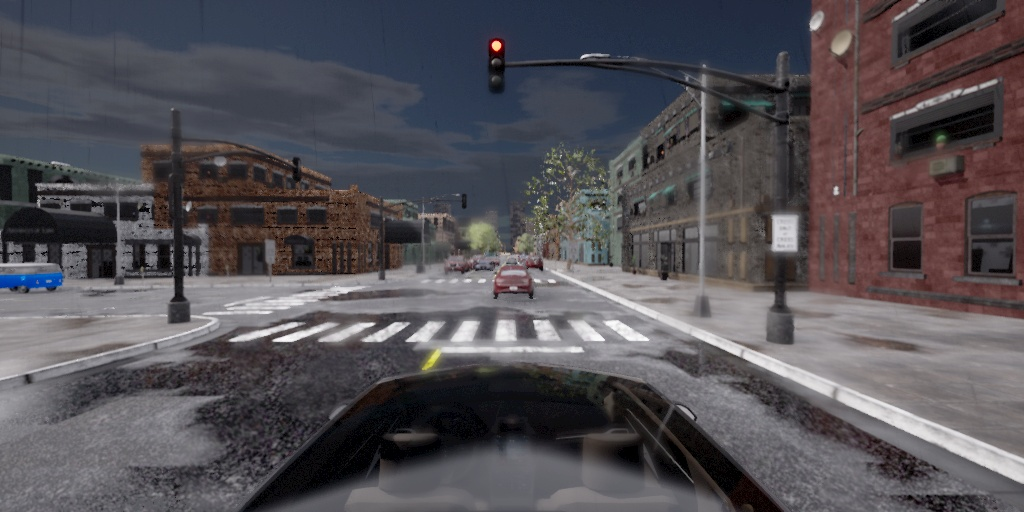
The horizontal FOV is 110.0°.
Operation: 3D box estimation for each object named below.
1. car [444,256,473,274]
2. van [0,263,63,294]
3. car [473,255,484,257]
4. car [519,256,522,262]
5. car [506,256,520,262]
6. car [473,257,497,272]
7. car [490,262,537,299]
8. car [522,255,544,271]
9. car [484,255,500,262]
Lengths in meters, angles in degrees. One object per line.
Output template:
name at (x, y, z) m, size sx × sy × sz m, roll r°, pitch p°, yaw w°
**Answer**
car at (-5.714, 0.879, 37.368) m, size 2.192 × 1.841 × 5.009 m, roll 0°, pitch 0°, yaw 0°
van at (-30.312, 1.357, 22.034) m, size 3.998 × 1.789 × 1.690 m, roll 0°, pitch 0°, yaw -1°
car at (-5.732, 0.762, 59.544) m, size 2.192 × 1.841 × 5.009 m, roll 0°, pitch 0°, yaw 0°
car at (2.650, 0.997, 59.551) m, size 2.007 × 1.370 × 4.403 m, roll 0°, pitch 0°, yaw 0°
car at (-0.048, 0.991, 63.324) m, size 1.994 × 1.385 × 4.181 m, roll 0°, pitch 0°, yaw 0°
car at (-3.123, 1.109, 40.948) m, size 1.994 × 1.385 × 4.181 m, roll 0°, pitch 0°, yaw 0°
car at (0.067, 1.205, 17.708) m, size 1.812 × 1.442 × 4.674 m, roll -1°, pitch 1°, yaw 0°
car at (2.663, 0.849, 42.919) m, size 2.192 × 1.841 × 5.009 m, roll 0°, pitch 0°, yaw 0°
car at (-3.099, 0.798, 59.580) m, size 2.097 × 1.767 × 4.553 m, roll 0°, pitch 0°, yaw 0°
